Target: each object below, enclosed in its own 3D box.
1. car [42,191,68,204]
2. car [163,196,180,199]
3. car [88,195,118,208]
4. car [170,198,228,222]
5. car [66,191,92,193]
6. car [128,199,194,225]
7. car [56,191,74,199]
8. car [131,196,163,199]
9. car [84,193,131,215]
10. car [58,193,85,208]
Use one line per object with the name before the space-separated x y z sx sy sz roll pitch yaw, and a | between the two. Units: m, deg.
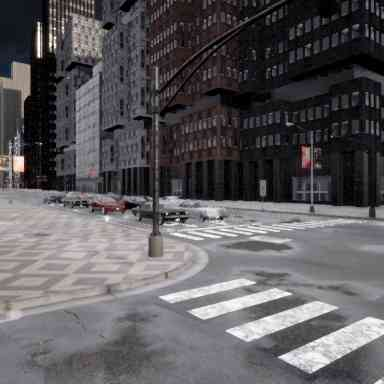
car | -19.351 0.875 46.078 2.033 1.411 5.357 0 1 -35
car | -2.217 1.139 33.669 1.812 1.442 4.674 0 1 -36
car | -10.547 1.082 39.344 1.895 1.301 4.718 0 1 -36
car | 0.429 1.351 24.082 1.895 1.301 4.718 0 1 -36
car | -16.506 0.681 47.683 2.097 1.767 4.553 0 1 -36
car | -2.167 1.356 22.126 1.895 1.301 4.718 0 1 -36
car | -25.005 0.572 65.333 2.033 1.411 5.357 0 1 -36
car | -5.056 1.095 31.707 1.882 1.535 5.008 0 1 -36
car | -7.650 1.100 29.746 1.882 1.535 5.008 0 1 -36
car | -13.128 1.088 37.369 1.895 1.301 4.718 0 1 -36
